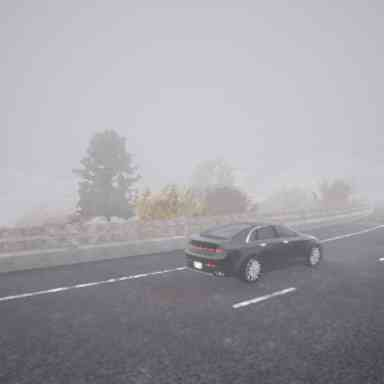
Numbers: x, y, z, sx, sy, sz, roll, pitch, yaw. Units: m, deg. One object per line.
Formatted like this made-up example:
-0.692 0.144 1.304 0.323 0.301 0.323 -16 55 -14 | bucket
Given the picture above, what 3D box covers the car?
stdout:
2.022 1.592 9.897 4.892 1.490 1.837 0 0 -39 | car
